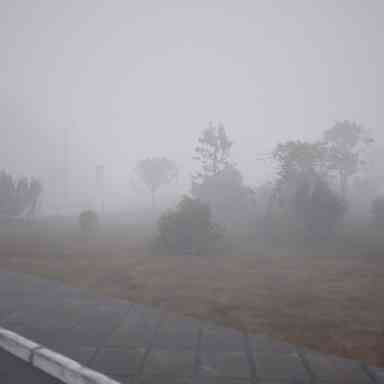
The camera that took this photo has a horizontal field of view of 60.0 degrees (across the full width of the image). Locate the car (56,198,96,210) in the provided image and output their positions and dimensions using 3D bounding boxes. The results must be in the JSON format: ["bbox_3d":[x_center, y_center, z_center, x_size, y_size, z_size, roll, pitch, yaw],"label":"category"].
[{"bbox_3d":[-15.664,1.687,46.014,1.837,1.490,4.892,0,0,39],"label":"car"}]

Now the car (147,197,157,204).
[{"bbox_3d":[-6.373,1.545,63.168,1.895,1.301,4.718,0,1,37],"label":"car"}]

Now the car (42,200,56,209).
[{"bbox_3d":[-20.125,1.764,46.046,2.033,1.411,5.357,0,0,39],"label":"car"}]

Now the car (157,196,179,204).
[{"bbox_3d":[-3.488,1.431,61.178,2.128,1.511,4.902,0,1,37],"label":"car"}]
